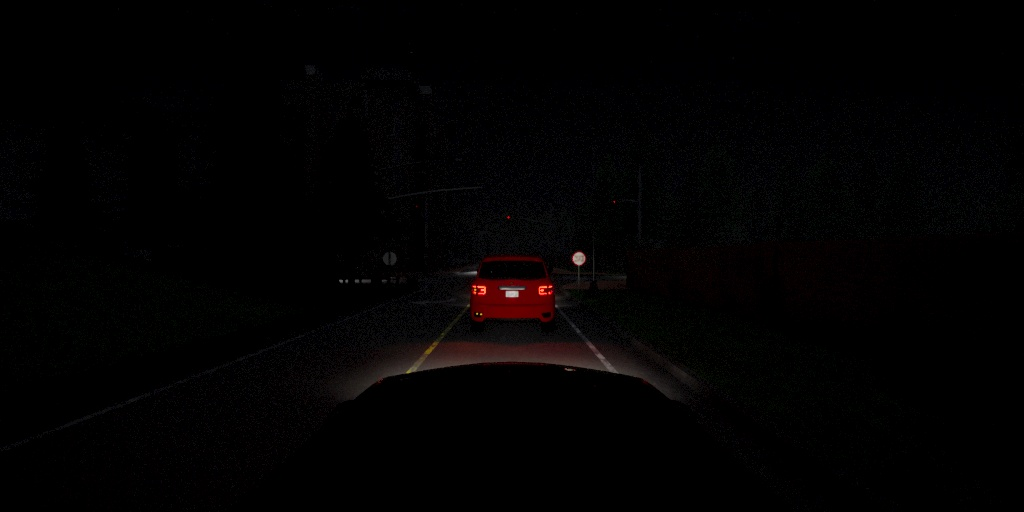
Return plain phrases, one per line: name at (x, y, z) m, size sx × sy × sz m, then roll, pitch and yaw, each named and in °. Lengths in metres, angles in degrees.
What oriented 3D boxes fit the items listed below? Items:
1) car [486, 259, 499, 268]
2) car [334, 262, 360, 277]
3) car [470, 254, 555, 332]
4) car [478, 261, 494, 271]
car at (-3.489, 1.297, 64.516) m, size 2.033 × 1.411 × 5.357 m, roll 0°, pitch 0°, yaw 1°
car at (-16.218, 1.256, 32.190) m, size 4.902 × 1.511 × 2.128 m, roll 0°, pitch 0°, yaw 1°
car at (0.052, 0.971, 10.958) m, size 2.150 × 2.045 × 5.566 m, roll 0°, pitch 0°, yaw 1°
car at (-3.547, 1.351, 50.129) m, size 1.895 × 1.301 × 4.718 m, roll 0°, pitch 0°, yaw 0°
